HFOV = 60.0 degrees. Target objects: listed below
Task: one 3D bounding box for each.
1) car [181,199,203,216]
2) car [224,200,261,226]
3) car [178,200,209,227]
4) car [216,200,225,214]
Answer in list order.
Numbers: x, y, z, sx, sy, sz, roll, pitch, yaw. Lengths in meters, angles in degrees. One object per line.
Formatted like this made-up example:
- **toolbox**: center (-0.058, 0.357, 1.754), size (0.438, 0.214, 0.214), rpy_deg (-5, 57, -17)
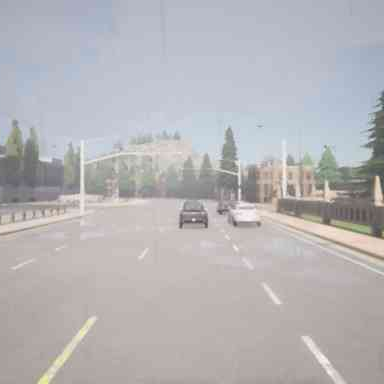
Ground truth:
- **car**: center (-0.076, 1.537, 34.410), size (2.033, 1.411, 5.357), rpy_deg (0, 0, -3)
- **car**: center (3.594, 1.519, 23.255), size (1.812, 1.442, 4.674), rpy_deg (0, 0, 0)
- **car**: center (0.100, 1.484, 22.358), size (2.128, 1.511, 4.902), rpy_deg (0, 0, 0)
- **car**: center (3.598, 1.537, 34.672), size (2.033, 1.411, 5.357), rpy_deg (0, 0, 0)
